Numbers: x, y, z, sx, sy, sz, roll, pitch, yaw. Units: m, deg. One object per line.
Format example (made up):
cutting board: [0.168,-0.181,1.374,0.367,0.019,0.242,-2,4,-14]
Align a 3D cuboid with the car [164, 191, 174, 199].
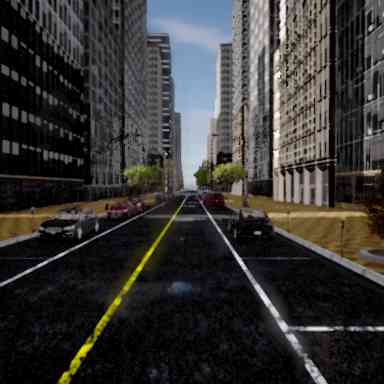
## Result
car: [-5.663,0.652,84.011,2.192,1.841,5.009,-1,0,0]

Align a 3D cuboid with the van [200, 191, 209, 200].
van: [2.713,0.769,72.641,1.690,1.788,3.998,-1,0,0]

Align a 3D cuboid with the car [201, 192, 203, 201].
car: [2.701,0.969,44.224,2.192,1.841,5.009,-1,0,0]

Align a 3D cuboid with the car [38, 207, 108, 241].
car: [-5.690,1.427,15.811,2.008,1.369,4.403,-1,0,0]

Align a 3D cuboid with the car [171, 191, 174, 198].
car: [-5.664,0.823,78.329,1.967,1.590,4.097,-1,0,0]

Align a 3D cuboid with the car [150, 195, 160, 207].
car: [-5.678,1.181,44.059,1.752,1.417,4.829,-1,0,0]

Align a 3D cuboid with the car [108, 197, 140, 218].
car: [-5.685,1.369,27.178,1.802,1.307,4.206,-1,0,0]

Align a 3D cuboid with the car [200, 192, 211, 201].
car: [2.711,0.913,66.958,1.967,1.590,4.097,-1,0,0]

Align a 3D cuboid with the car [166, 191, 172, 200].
car: [-5.668,1.024,66.963,2.008,1.369,4.403,-1,0,0]

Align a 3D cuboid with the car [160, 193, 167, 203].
car: [-5.673,1.130,55.596,1.947,1.339,4.313,-1,0,0]

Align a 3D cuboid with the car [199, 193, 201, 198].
car: [2.707,1.004,55.592,1.967,1.590,4.097,-1,0,0]

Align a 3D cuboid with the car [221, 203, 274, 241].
car: [2.691,1.427,15.808,2.008,1.369,4.403,-1,0,0]

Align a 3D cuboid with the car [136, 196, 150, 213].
car: [-5.684,1.183,32.861,1.967,1.590,4.097,-1,0,0]

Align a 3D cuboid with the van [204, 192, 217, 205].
van: [2.703,0.950,49.907,1.690,1.788,3.998,-1,0,0]

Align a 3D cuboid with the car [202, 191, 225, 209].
car: [2.698,1.013,38.540,2.192,1.841,5.009,-1,0,0]

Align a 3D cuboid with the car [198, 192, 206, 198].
car: [2.722,0.842,89.693,2.008,1.369,4.403,-1,0,0]
